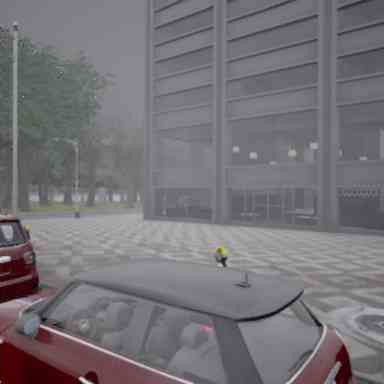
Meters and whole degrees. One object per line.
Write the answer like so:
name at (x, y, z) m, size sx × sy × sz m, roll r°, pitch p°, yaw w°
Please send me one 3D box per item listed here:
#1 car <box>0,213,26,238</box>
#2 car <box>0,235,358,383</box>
car at (-5.059, 1.295, 6.563) m, size 5.009 × 1.841 × 2.192 m, roll 0°, pitch 0°, yaw 35°
car at (-0.629, 1.434, 3.409) m, size 4.097 × 1.590 × 1.967 m, roll 0°, pitch 0°, yaw 35°
